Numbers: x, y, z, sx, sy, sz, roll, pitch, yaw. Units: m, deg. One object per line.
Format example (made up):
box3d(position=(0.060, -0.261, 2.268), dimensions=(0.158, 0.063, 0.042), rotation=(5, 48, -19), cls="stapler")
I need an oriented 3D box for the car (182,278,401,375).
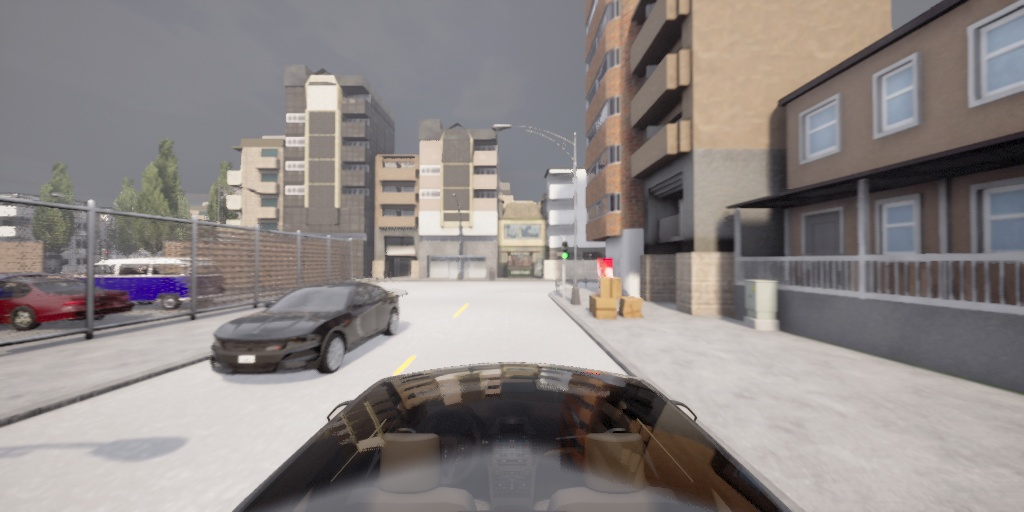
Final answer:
box3d(position=(-4.023, 1.312, 7.960), dimensions=(1.882, 1.535, 5.008), rotation=(0, 0, 0), cls="car")
